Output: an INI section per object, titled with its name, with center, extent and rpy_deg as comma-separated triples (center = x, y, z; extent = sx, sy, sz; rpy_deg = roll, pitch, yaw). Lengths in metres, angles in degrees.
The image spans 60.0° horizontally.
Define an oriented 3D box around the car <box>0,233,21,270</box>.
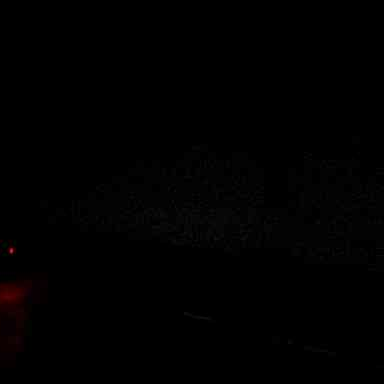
[car]
center = -7.179, 1.704, 10.375
extent = 4.718, 1.301, 1.895
rpy_deg = -1, 0, 43
